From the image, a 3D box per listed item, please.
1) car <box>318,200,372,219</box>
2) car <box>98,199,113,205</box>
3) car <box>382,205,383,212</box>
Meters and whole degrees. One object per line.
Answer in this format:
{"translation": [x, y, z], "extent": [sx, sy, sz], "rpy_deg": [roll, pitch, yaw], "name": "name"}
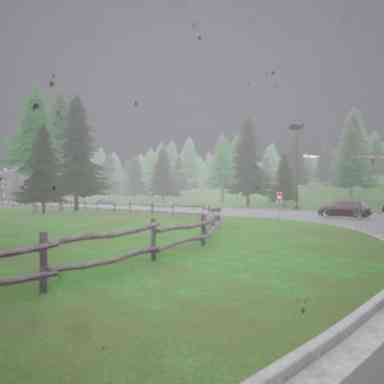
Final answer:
{"translation": [14.438, 1.559, 31.589], "extent": [2.097, 1.767, 4.553], "rpy_deg": [0, -1, -45], "name": "car"}
{"translation": [-19.769, 2.233, 75.837], "extent": [1.812, 1.442, 4.674], "rpy_deg": [0, -1, -45], "name": "car"}
{"translation": [20.469, 1.775, 30.480], "extent": [1.895, 1.301, 4.718], "rpy_deg": [0, -1, -45], "name": "car"}
